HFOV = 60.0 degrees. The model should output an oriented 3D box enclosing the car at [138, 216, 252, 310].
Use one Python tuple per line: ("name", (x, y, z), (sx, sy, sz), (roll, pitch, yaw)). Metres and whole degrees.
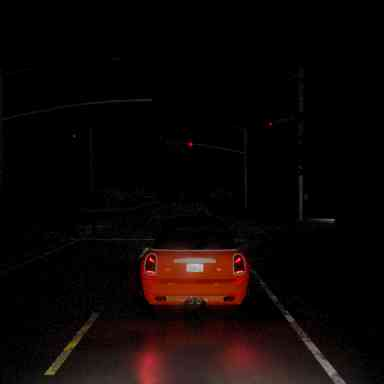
("car", (0.058, 1.352, 7.985), (2.097, 1.767, 4.553), (0, 0, 0))
